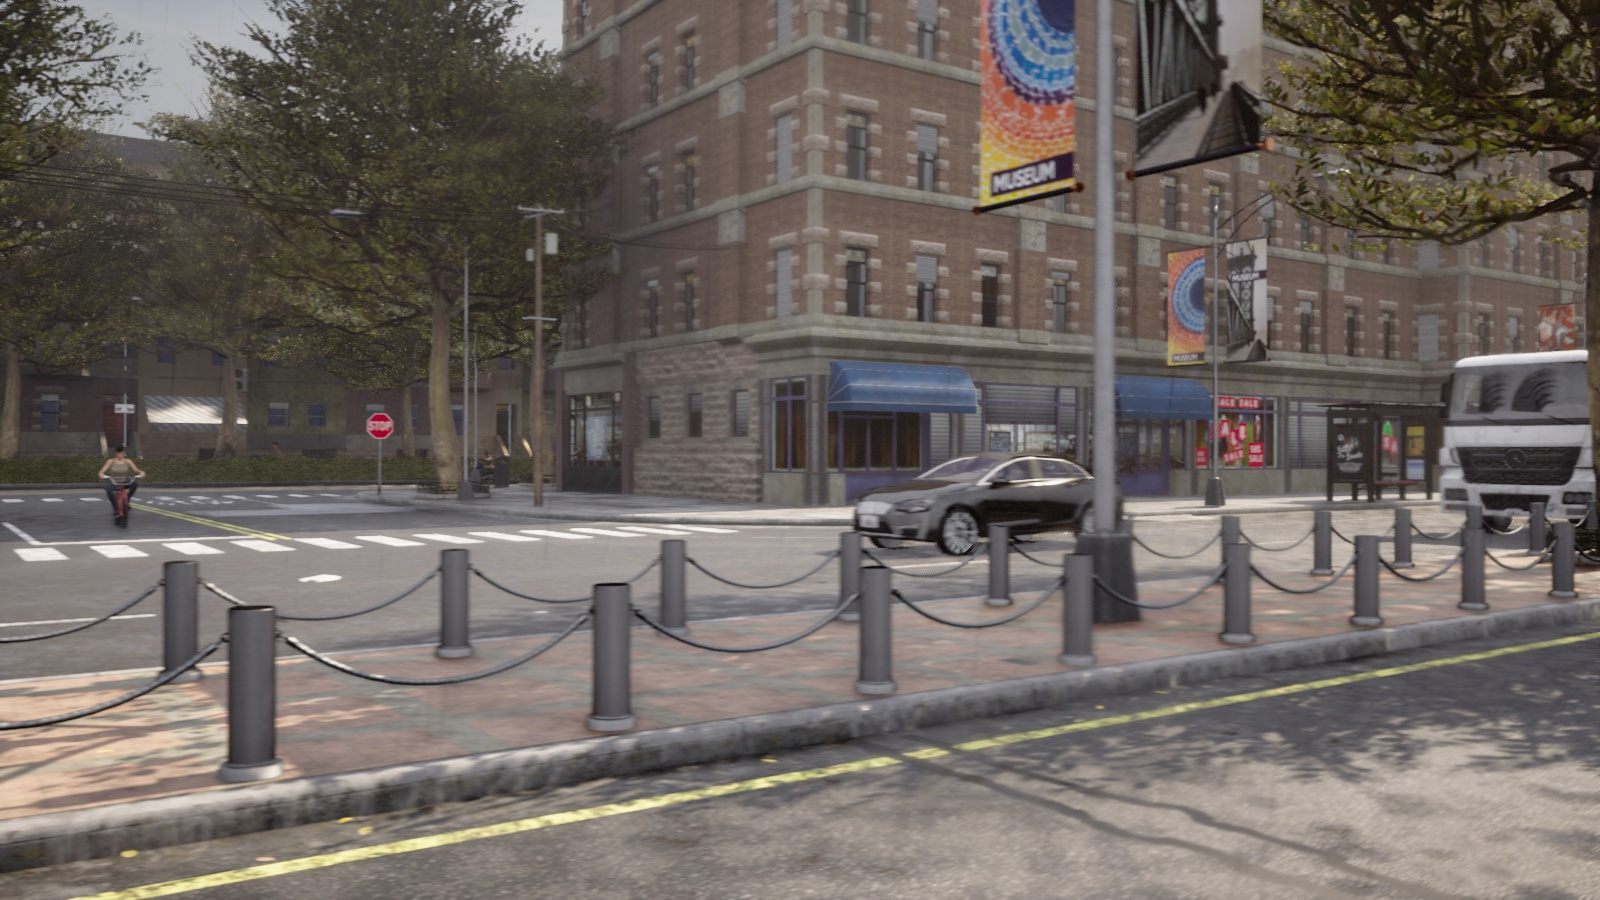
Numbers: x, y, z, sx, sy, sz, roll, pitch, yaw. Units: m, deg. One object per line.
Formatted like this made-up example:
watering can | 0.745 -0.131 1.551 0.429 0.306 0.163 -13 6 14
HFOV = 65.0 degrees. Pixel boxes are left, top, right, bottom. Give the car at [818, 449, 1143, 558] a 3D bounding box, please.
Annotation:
car | 2.897 0.743 19.687 4.902 1.511 2.128 0 0 -35

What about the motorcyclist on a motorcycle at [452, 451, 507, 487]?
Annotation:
motorcyclist on a motorcycle | -14.791 0.869 57.970 2.350 1.649 0.766 0 0 -35

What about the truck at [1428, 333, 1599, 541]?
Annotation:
truck | 15.737 -0.211 24.364 7.936 3.462 2.891 0 0 -35

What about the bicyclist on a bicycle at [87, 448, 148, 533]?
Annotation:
bicyclist on a bicycle | -13.432 0.770 24.695 0.866 1.612 1.509 0 0 -35
